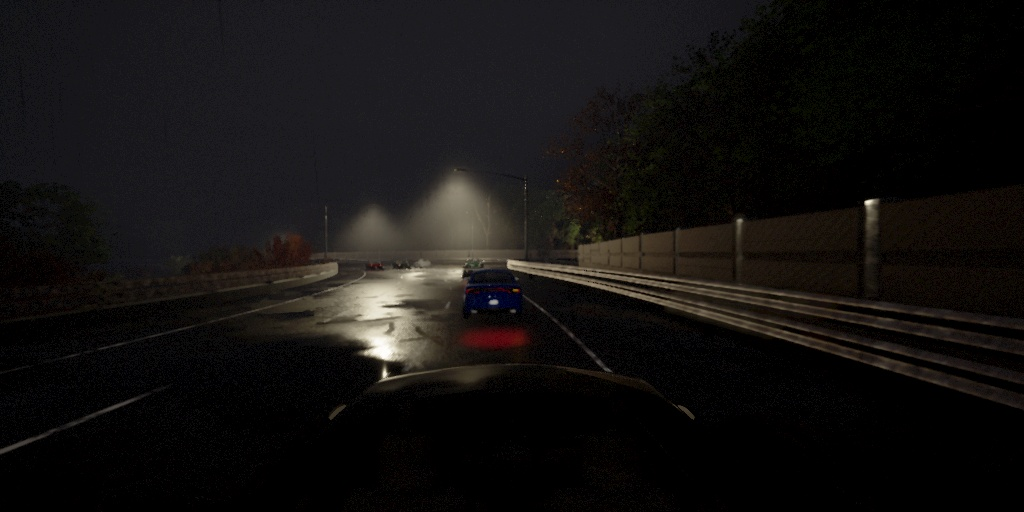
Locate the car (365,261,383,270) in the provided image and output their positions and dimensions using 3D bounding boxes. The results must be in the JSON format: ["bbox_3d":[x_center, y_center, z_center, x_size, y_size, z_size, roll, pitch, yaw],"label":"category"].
[{"bbox_3d":[-19.965,1.323,51.695,1.895,1.301,4.718,0,0,-29],"label":"car"}]

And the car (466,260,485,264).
[{"bbox_3d":[-3.329,1.296,31.234,1.895,1.301,4.718,0,0,-9],"label":"car"}]

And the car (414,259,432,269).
[{"bbox_3d":[-13.563,1.212,54.449,1.812,1.442,4.674,0,0,-29],"label":"car"}]

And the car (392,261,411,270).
[{"bbox_3d":[-16.003,1.305,51.726,1.895,1.301,4.718,0,0,-27],"label":"car"}]

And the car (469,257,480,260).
[{"bbox_3d":[-4.177,1.028,41.175,2.097,1.767,4.553,0,0,-1],"label":"car"}]

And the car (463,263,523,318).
[{"bbox_3d":[-0.747,1.204,12.980,1.882,1.535,5.008,0,0,-5],"label":"car"}]
